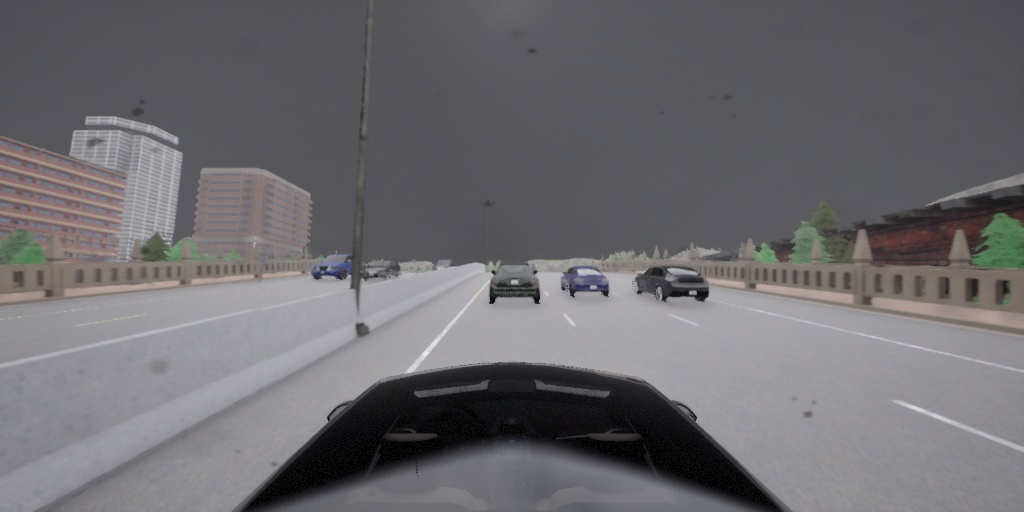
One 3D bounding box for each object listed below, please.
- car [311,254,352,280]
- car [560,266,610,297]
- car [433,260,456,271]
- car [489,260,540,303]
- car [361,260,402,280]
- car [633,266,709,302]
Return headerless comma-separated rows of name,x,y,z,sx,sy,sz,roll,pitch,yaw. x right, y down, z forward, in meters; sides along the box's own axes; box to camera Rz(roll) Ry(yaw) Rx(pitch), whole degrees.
car,-14.080,0.853,29.444,2.150,2.045,5.566,0,0,0
car,3.607,1.204,18.177,1.812,1.442,4.674,0,0,0
car,-7.059,1.118,37.954,2.128,1.511,4.902,0,-1,0
car,0.105,1.039,16.294,2.097,1.767,4.553,0,0,0
car,-10.579,1.123,29.498,2.128,1.511,4.902,0,0,0
car,7.105,1.191,16.493,1.837,1.490,4.892,0,0,0
